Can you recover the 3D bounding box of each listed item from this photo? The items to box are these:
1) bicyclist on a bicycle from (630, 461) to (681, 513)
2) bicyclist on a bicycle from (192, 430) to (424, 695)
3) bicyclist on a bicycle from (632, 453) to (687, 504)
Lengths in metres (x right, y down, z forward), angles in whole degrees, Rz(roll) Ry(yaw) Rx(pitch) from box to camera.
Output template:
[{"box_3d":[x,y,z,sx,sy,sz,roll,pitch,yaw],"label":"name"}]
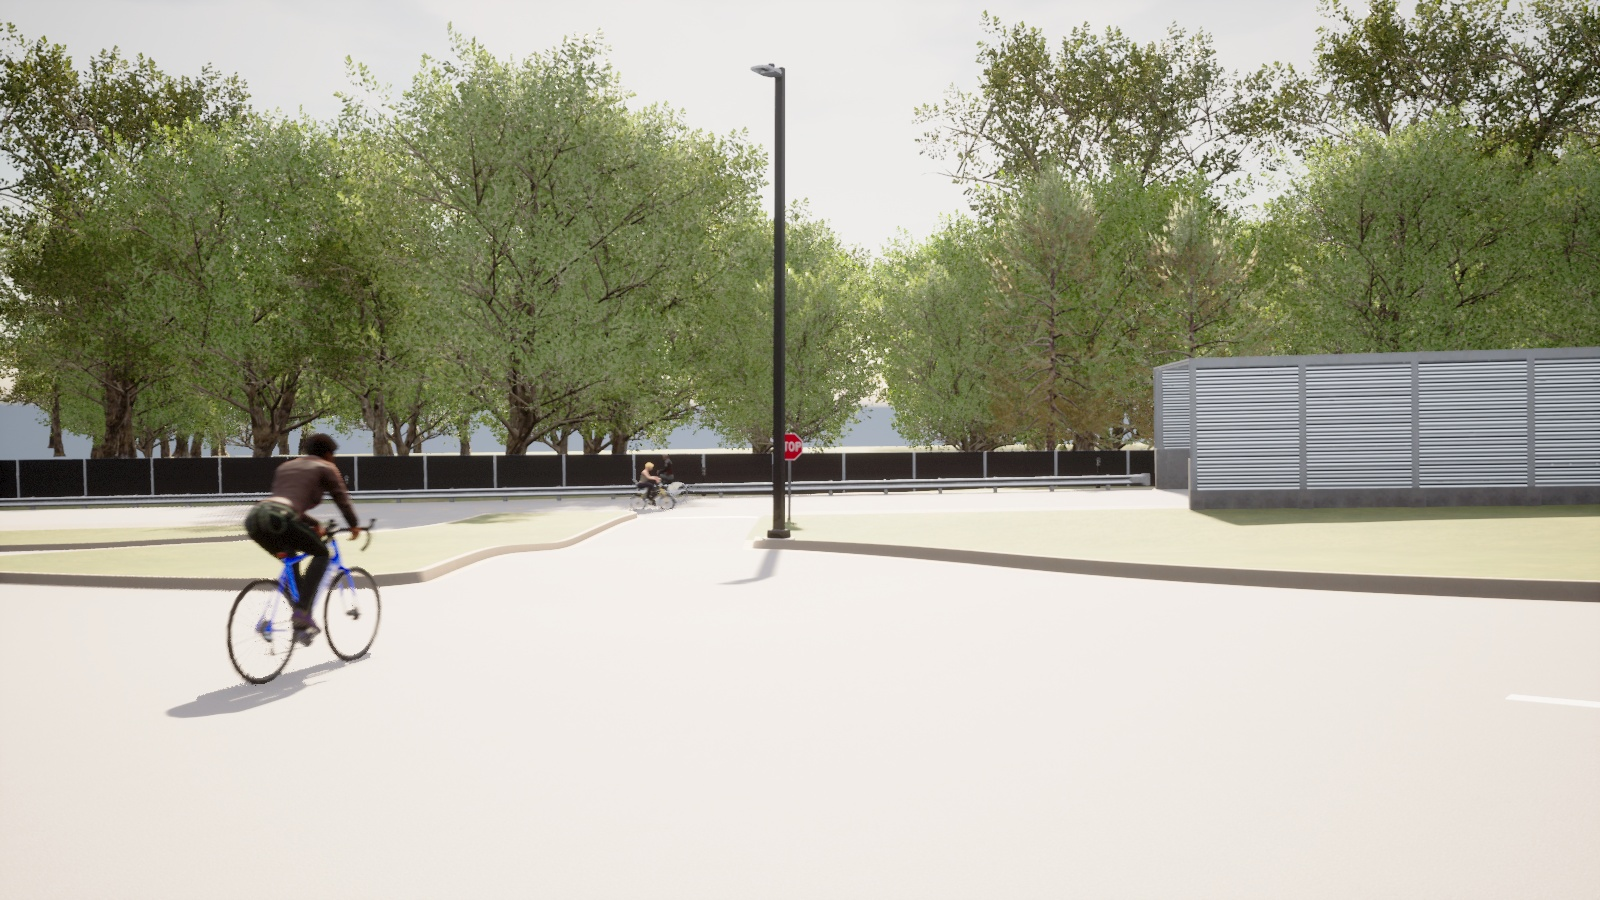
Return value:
[{"box_3d":[-4.764,1.202,41.344,1.509,1.612,0.866,-1,2,3],"label":"bicyclist on a bicycle"},{"box_3d":[-3.288,0.705,8.557,0.582,1.620,1.656,-2,-1,15],"label":"bicyclist on a bicycle"},{"box_3d":[-5.020,1.020,44.844,1.843,1.776,0.659,-1,2,3],"label":"bicyclist on a bicycle"}]
